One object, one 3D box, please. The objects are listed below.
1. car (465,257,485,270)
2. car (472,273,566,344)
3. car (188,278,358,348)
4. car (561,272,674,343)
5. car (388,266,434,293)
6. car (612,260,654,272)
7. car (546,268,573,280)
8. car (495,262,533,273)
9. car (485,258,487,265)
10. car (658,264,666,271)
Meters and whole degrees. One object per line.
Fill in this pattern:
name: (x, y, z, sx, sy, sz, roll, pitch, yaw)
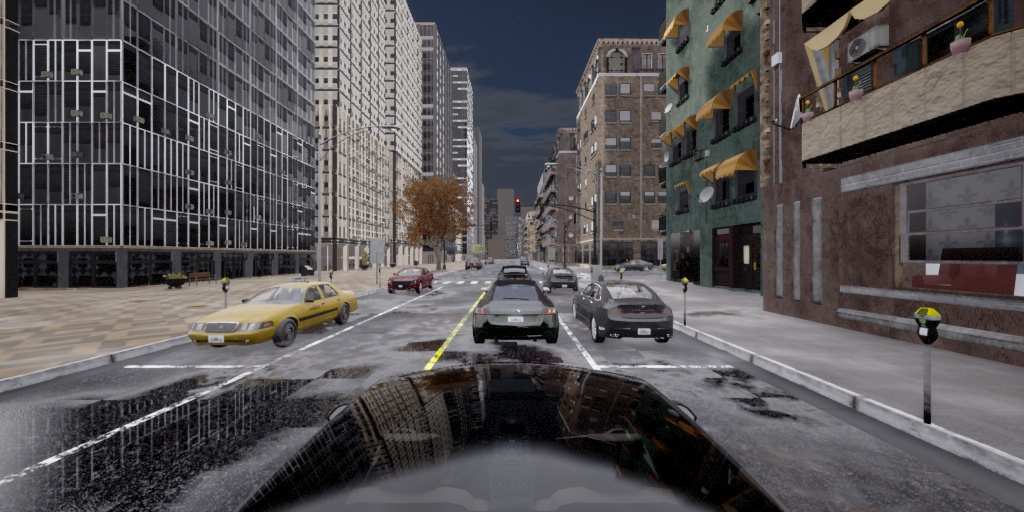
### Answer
car: (-5.685, 1.098, 52.928, 2.192, 1.841, 5.009, 0, 0, 0)
car: (0.088, 1.315, 9.621, 1.994, 1.385, 4.181, 0, 0, 0)
car: (-5.690, 1.276, 9.305, 1.751, 1.417, 4.829, 0, 0, 0)
car: (2.690, 1.301, 9.473, 2.007, 1.370, 4.403, 0, 0, 0)
car: (-5.689, 1.299, 20.540, 1.888, 1.381, 4.507, 0, 0, 0)
car: (13.440, 1.108, 39.954, 4.403, 1.370, 2.007, 0, 0, -1)
car: (2.691, 1.305, 20.539, 2.007, 1.370, 4.403, 0, 0, 0)
car: (0.107, 1.259, 19.670, 1.837, 1.490, 4.892, 0, 0, -1)
car: (-5.684, 1.356, 58.451, 1.948, 1.339, 4.313, 0, 0, 0)
car: (18.837, 1.006, 40.008, 4.829, 1.417, 1.751, 0, 0, -1)
